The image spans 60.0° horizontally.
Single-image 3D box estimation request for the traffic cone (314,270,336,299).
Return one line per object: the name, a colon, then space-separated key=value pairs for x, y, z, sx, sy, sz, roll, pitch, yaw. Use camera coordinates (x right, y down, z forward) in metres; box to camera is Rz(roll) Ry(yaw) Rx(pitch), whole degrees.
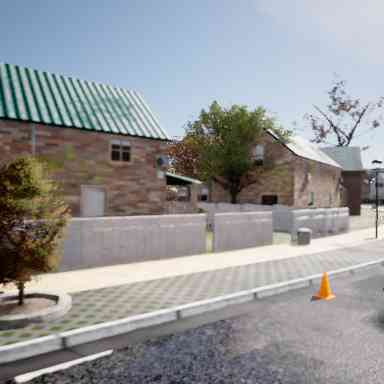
traffic cone: x=2.971 y=2.039 z=7.434 sx=0.340 sy=0.580 sz=0.340 roll=1 pitch=-1 yaw=-36
